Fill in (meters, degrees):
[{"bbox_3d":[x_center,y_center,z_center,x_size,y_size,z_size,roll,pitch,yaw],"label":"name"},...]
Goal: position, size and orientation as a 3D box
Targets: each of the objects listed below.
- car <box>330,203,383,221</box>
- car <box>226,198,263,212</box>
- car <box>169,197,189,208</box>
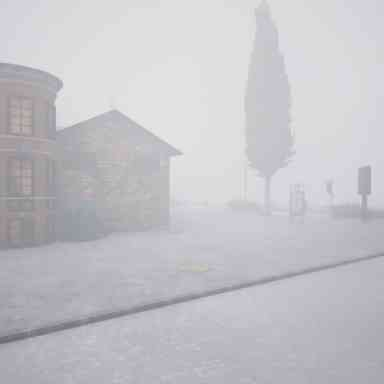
[{"bbox_3d":[13.578,1.563,27.252,1.994,1.385,4.181,0,0,-35],"label":"car"},{"bbox_3d":[5.936,1.492,37.982,2.128,1.511,4.902,0,0,-36],"label":"car"},{"bbox_3d":[-2.336,1.526,49.575,1.812,1.442,4.674,0,0,-35],"label":"car"}]
